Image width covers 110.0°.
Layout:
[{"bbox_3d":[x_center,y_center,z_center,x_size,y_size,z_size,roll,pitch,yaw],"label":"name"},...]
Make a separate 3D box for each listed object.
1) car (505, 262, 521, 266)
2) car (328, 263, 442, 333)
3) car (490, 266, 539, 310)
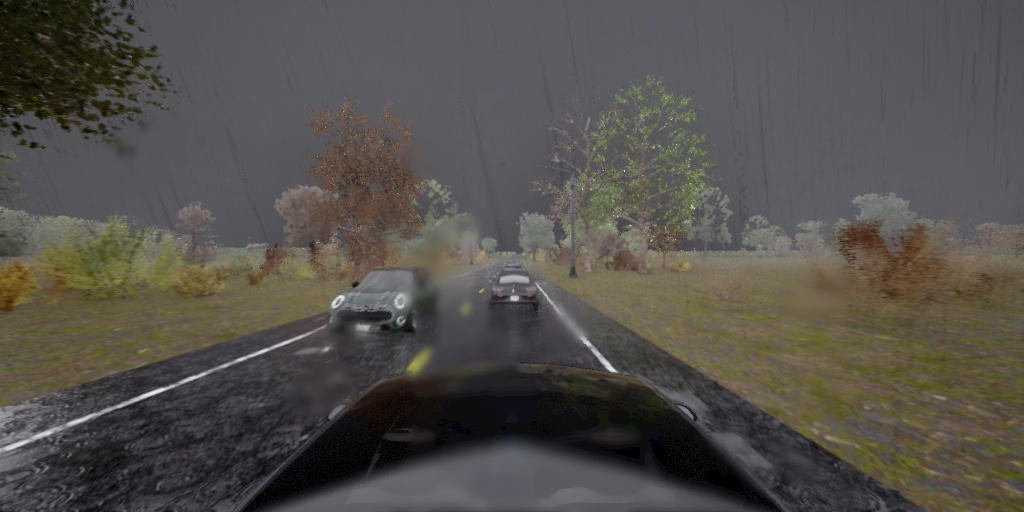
[{"bbox_3d":[0.099,1.296,33.278,2.128,1.511,4.902,0,0,0],"label":"car"},{"bbox_3d":[-3.499,1.120,10.715,2.097,1.767,4.553,0,0,0],"label":"car"},{"bbox_3d":[0.095,1.301,14.714,1.812,1.442,4.674,0,0,0],"label":"car"}]
